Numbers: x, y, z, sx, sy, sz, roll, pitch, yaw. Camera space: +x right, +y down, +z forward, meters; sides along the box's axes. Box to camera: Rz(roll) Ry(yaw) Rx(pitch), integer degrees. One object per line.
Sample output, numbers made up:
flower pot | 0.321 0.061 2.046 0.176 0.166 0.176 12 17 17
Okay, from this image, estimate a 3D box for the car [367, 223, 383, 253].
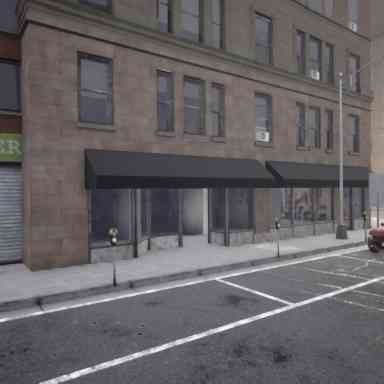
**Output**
car | 8.377 1.538 12.566 4.507 1.381 1.887 0 -1 -36
